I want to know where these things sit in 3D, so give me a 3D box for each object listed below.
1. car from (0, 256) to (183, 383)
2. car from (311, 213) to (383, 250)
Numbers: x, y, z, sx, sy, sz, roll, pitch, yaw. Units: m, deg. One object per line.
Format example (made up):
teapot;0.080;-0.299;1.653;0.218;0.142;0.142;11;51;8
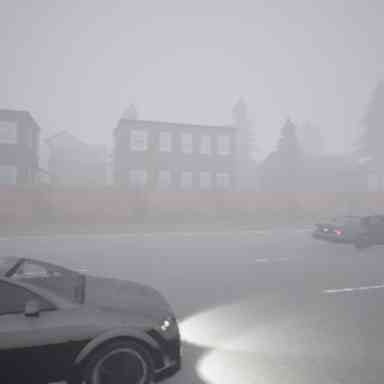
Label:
car;-2.218;1.530;3.993;4.181;1.385;1.994;1;0;-18
car;7.913;1.655;14.585;5.357;1.411;2.033;1;0;-18
